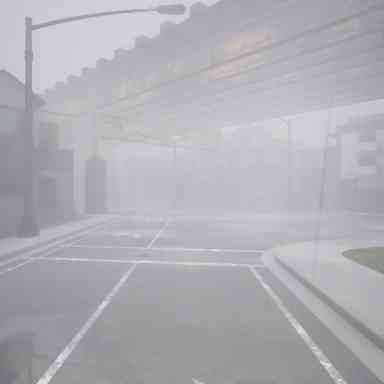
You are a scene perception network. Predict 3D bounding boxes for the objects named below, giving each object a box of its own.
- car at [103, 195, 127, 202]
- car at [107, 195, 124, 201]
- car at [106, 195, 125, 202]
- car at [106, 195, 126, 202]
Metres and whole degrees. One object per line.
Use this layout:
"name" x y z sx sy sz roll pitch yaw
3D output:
"car" -16.819 1.453 72.464 4.974 1.542 2.038 0 0 -15
"car" -17.482 1.295 76.183 1.853 1.218 4.536 0 0 15
"car" -17.496 1.453 76.133 2.038 1.542 4.974 0 0 15
"car" -16.769 1.295 72.477 4.536 1.218 1.853 0 0 -15
